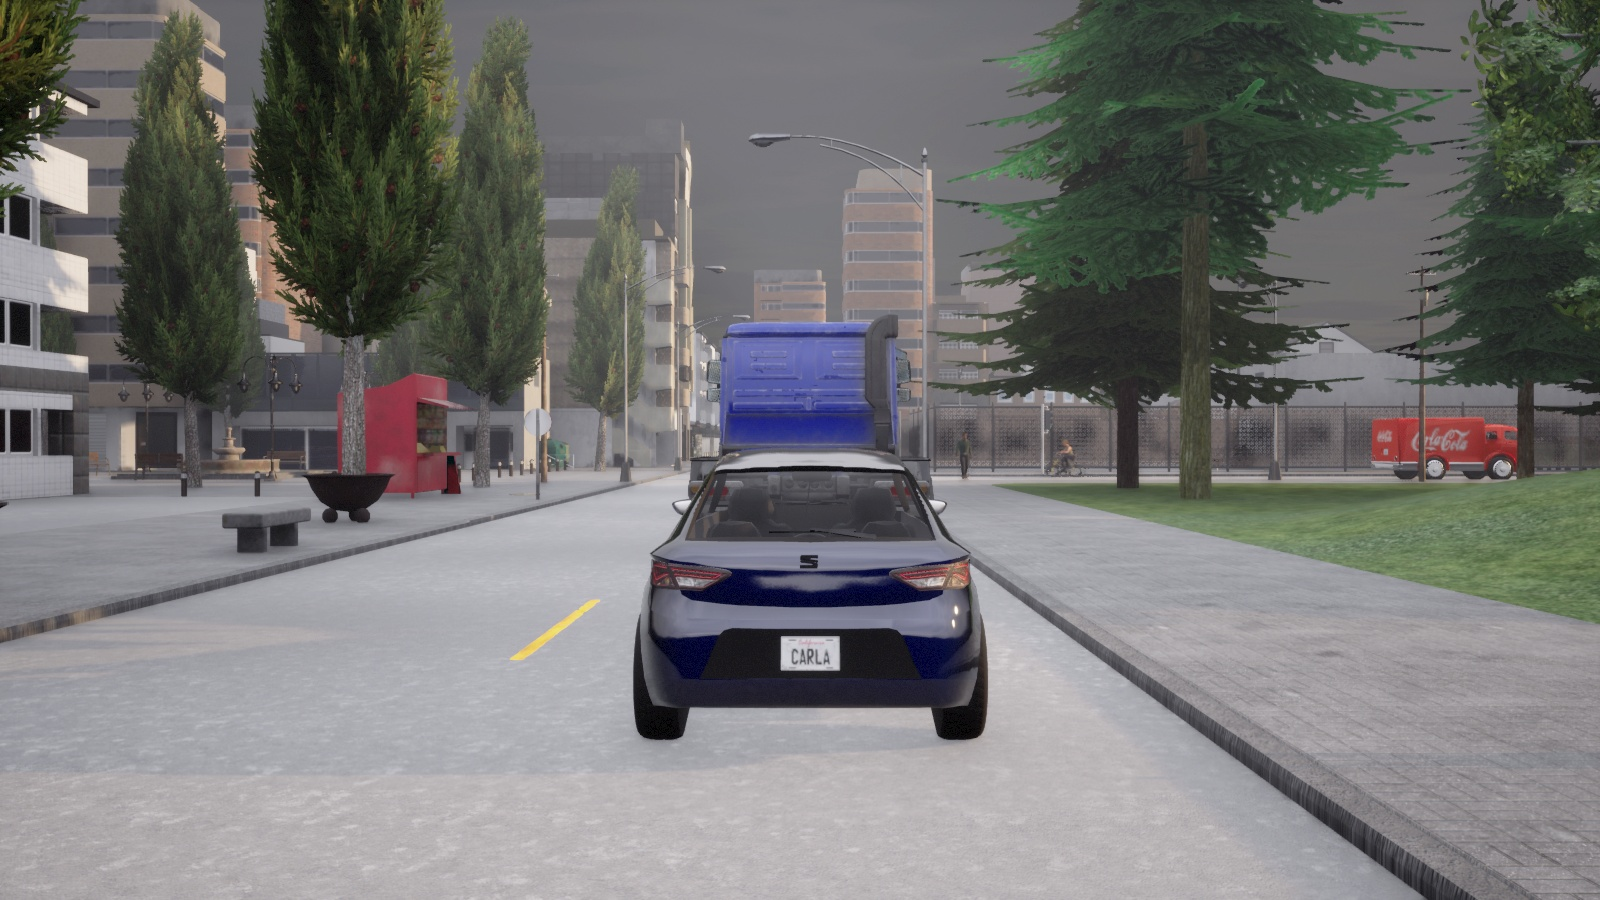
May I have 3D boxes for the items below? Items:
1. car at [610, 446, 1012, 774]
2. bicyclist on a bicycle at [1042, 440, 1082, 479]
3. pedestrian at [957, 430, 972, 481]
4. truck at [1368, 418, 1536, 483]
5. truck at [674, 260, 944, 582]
[{"bbox_3d":[0.061,0.716,7.772,1.816,1.474,4.193,0,0,0],"label":"car"},{"bbox_3d":[11.096,0.392,53.206,1.509,1.612,0.866,0,0,1],"label":"bicyclist on a bicycle"},{"bbox_3d":[6.333,0.206,48.372,0.423,1.949,0.788,0,0,-3],"label":"pedestrian"},{"bbox_3d":[25.438,0.003,49.137,5.204,2.467,2.627,0,0,0],"label":"truck"},{"bbox_3d":[0.122,-0.334,17.460,2.891,3.462,7.936,0,0,0],"label":"truck"}]
